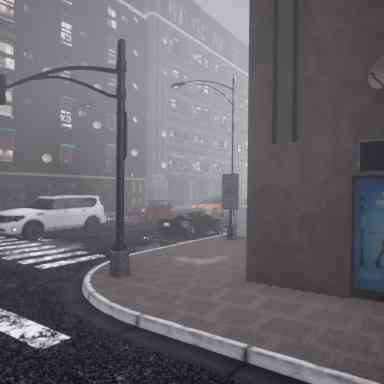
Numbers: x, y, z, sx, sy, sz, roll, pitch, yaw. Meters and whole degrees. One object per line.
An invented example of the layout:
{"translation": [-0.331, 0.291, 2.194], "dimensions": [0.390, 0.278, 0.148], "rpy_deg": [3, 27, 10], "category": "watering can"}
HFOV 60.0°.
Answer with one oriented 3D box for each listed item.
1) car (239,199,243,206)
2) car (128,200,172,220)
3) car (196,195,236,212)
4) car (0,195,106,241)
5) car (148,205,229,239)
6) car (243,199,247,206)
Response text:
{"translation": [3.155, 1.222, 35.946], "dimensions": [2.192, 1.841, 5.009], "rpy_deg": [1, 1, 35], "category": "car"}
{"translation": [-3.267, 1.361, 26.799], "dimensions": [1.967, 1.590, 4.097], "rpy_deg": [1, 1, 35], "category": "car"}
{"translation": [1.859, 1.298, 29.809], "dimensions": [2.097, 1.767, 4.553], "rpy_deg": [1, 1, 35], "category": "car"}
{"translation": [-7.040, 1.186, 17.117], "dimensions": [2.150, 2.045, 5.566], "rpy_deg": [1, 1, 35], "category": "car"}
{"translation": [-0.029, 1.598, 17.700], "dimensions": [1.947, 1.339, 4.313], "rpy_deg": [1, 1, 35], "category": "car"}
{"translation": [6.362, 1.482, 40.522], "dimensions": [1.802, 1.307, 4.206], "rpy_deg": [1, 1, 35], "category": "car"}
